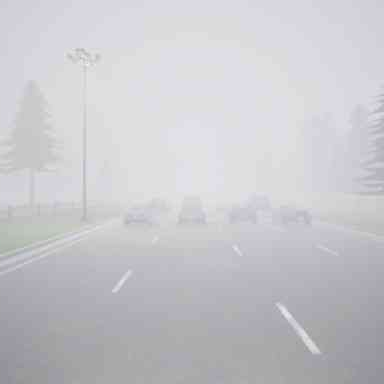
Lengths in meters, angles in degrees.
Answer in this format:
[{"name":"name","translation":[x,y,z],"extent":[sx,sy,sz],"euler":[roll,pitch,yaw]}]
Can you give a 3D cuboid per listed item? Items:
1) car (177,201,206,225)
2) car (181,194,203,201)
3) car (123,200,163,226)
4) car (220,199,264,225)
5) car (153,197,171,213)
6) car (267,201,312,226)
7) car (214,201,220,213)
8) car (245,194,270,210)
[{"name":"car","translation":[-0.003,1.579,23.983],"extent":[1.994,1.385,4.181],"euler":[0,0,0]},{"name":"car","translation":[0.012,1.248,36.084],"extent":[2.150,2.045,5.566],"euler":[0,0,0]},{"name":"car","translation":[-3.506,1.563,23.287],"extent":[2.033,1.411,5.357],"euler":[0,0,0]},{"name":"car","translation":[3.502,1.506,24.259],"extent":[2.128,1.511,4.902],"euler":[0,0,0]},{"name":"car","translation":[-3.477,1.374,36.815],"extent":[2.097,1.767,4.553],"euler":[0,0,1]},{"name":"car","translation":[6.993,1.541,23.616],"extent":[1.812,1.442,4.674],"euler":[0,0,0]},{"name":"car","translation":[3.525,1.625,37.163],"extent":[1.895,1.301,4.718],"euler":[0,0,1]},{"name":"car","translation":[7.009,1.248,35.785],"extent":[2.150,2.045,5.566],"euler":[0,0,0]}]
